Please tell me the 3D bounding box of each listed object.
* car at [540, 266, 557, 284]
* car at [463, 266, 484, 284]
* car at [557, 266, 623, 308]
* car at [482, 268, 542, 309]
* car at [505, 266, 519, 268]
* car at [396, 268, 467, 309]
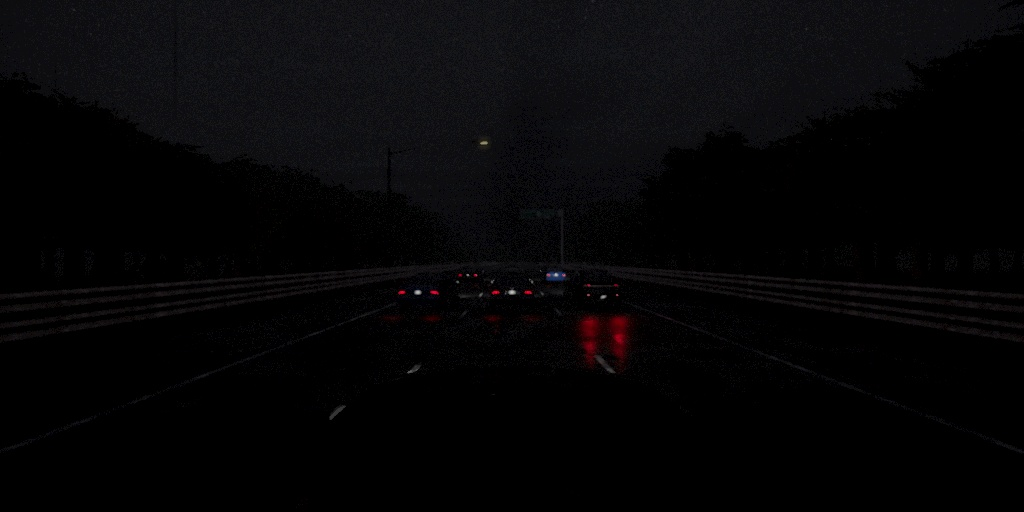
[{"bbox_3d":[3.503,1.590,30.840,2.033,1.411,5.357,0,-1,0],"label":"car"},{"bbox_3d":[-3.498,1.590,30.840,2.033,1.411,5.357,0,-1,0],"label":"car"},{"bbox_3d":[3.504,1.383,16.150,2.128,1.511,4.902,0,0,0],"label":"car"},{"bbox_3d":[0.001,1.435,15.841,2.033,1.411,5.357,0,-1,0],"label":"car"},{"bbox_3d":[0.006,1.573,31.226,1.812,1.442,4.674,0,0,0],"label":"car"},{"bbox_3d":[-3.498,1.435,15.842,2.033,1.411,5.357,0,-1,0],"label":"car"}]
